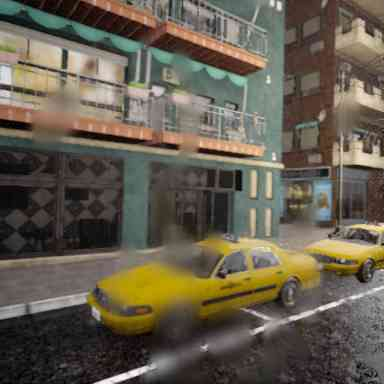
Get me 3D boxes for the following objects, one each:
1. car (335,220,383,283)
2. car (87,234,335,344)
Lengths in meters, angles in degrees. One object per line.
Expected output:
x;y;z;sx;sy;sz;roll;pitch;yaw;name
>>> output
5.115;1.551;9.751;4.829;1.417;1.752;0;2;-36;car
0.513;1.536;6.448;4.829;1.417;1.752;0;2;-36;car
